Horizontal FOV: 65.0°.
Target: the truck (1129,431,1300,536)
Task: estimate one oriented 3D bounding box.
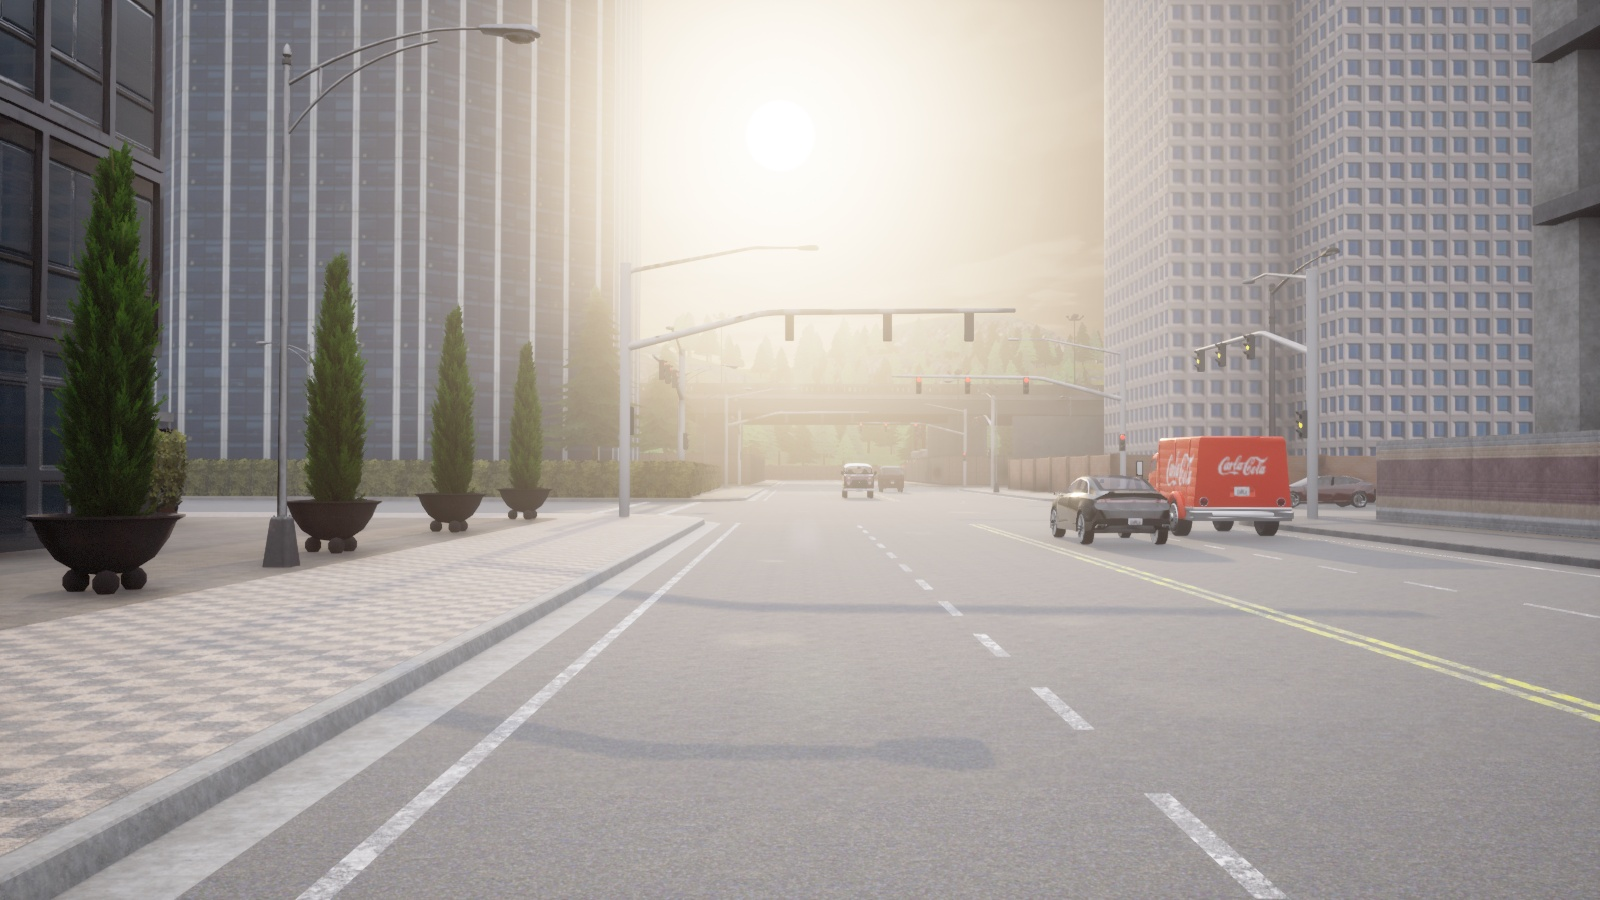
[{"bbox_3d":[10.448,0.825,32.182,2.627,2.467,5.204,0,-1,0],"label":"truck"}]

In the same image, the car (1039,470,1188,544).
[{"bbox_3d":[6.955,1.219,28.436,2.128,1.511,4.902,0,-1,0],"label":"car"}]

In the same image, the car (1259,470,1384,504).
[{"bbox_3d":[23.678,1.677,57.119,4.792,1.488,2.163,0,-1,0],"label":"car"}]

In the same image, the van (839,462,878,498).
[{"bbox_3d":[3.382,1.759,73.672,2.069,2.038,4.480,0,-1,0],"label":"van"}]

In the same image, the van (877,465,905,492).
[{"bbox_3d":[6.849,2.127,94.728,1.775,1.987,4.442,0,-1,0],"label":"van"}]
